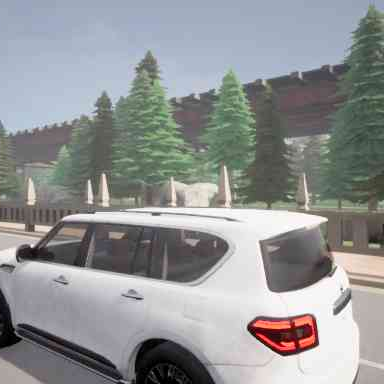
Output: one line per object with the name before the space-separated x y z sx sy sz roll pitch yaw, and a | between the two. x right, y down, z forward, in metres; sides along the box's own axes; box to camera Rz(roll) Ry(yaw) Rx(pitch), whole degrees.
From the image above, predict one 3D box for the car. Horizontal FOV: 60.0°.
car | -0.805 1.221 4.585 5.566 2.045 2.150 0 0 36
